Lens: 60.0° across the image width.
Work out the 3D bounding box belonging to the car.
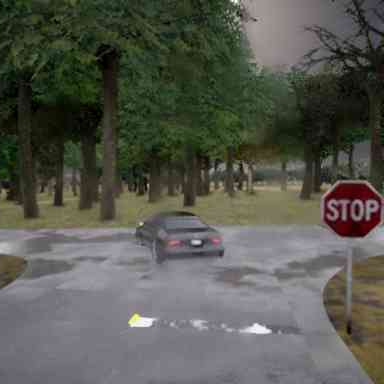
[{"bbox_3d":[-0.653,1.387,11.411,2.033,1.411,5.357,0,1,-18],"label":"car"}]
